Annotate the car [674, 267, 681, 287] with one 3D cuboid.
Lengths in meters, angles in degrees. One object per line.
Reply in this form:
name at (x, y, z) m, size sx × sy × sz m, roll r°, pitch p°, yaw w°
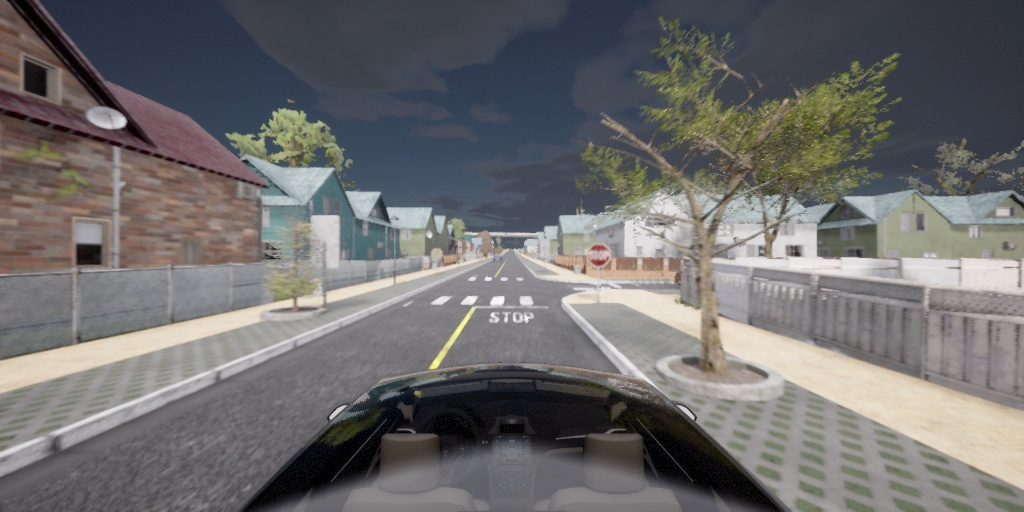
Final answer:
car at (11.492, 0.931, 19.698) m, size 4.553 × 1.767 × 2.097 m, roll 0°, pitch 0°, yaw -1°
